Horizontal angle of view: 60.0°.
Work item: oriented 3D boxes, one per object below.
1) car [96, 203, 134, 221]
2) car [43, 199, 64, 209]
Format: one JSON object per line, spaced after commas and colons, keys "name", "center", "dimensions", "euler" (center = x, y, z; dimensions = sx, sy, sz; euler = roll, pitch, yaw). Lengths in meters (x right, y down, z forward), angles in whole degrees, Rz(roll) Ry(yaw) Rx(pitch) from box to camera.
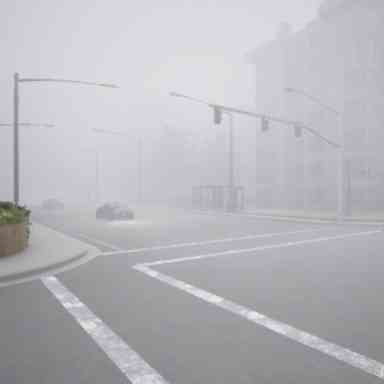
{"name": "car", "center": [-6.309, 1.565, 27.109], "dimensions": [1.994, 1.385, 4.181], "euler": [0, 0, -35]}
{"name": "car", "center": [-19.133, 1.613, 45.815], "dimensions": [1.895, 1.301, 4.718], "euler": [0, 0, -34]}
